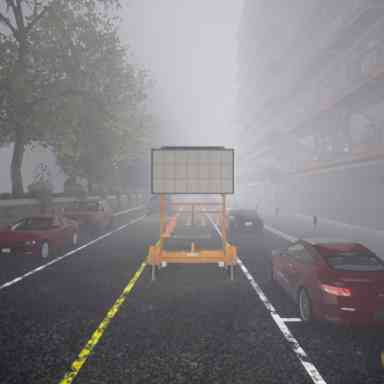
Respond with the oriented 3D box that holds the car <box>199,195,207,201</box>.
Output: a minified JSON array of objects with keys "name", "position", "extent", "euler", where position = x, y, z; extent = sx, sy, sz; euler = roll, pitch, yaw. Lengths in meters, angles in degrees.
[{"name":"car","position":[2.872,1.508,85.600],"extent":[1.967,1.590,4.097],"euler":[0,0,0]}]

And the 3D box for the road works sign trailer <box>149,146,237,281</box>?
[{"name":"road works sign trailer","position":[0.021,0.465,9.804],"extent":[2.380,3.560,2.880],"euler":[0,0,0]}]

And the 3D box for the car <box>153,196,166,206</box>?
[{"name":"car","position":[-5.568,1.470,57.465],"extent":[1.967,1.590,4.097],"euler":[0,0,0]}]

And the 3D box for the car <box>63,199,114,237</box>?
[{"name":"car","position":[-5.652,1.317,18.056],"extent":[2.192,1.841,5.009],"euler":[0,0,0]}]

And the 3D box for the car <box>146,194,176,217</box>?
[{"name":"car","position":[-3.031,1.228,31.951],"extent":[2.150,2.045,5.566],"euler":[0,0,0]}]

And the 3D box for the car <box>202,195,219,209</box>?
[{"name":"car","position":[2.789,1.563,46.189],"extent":[1.887,1.381,4.507],"euler":[0,0,0]}]

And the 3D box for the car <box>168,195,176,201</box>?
[{"name":"car","position":[-5.495,1.628,91.248],"extent":[2.008,1.369,4.403],"euler":[0,0,0]}]

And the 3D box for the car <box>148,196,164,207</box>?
[{"name":"car","position":[-5.580,1.464,51.837],"extent":[1.967,1.590,4.097],"euler":[0,0,0]}]

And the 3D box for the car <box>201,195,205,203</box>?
[{"name":"car","position":[2.800,1.569,51.819],"extent":[1.887,1.381,4.507],"euler":[0,0,0]}]

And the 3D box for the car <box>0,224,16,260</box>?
[{"name":"car","position":[-5.676,1.582,6.793],"extent":[1.802,1.307,4.206],"euler":[0,0,0]}]

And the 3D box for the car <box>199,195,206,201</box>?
[{"name":"car","position":[2.885,1.643,91.230],"extent":[1.947,1.339,4.313],"euler":[0,0,0]}]

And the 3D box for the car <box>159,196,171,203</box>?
[{"name":"car","position":[-5.543,1.594,68.727],"extent":[2.008,1.369,4.403],"euler":[0,0,0]}]

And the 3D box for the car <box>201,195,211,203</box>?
[{"name":"car","position":[2.837,1.484,68.710],"extent":[1.967,1.590,4.097],"euler":[0,0,0]}]

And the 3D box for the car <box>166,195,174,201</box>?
[{"name":"car","position":[-5.508,1.593,85.447],"extent":[1.752,1.417,4.829],"euler":[0,0,0]}]

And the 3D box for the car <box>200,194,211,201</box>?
[{"name":"car","position":[2.813,1.470,57.448],"extent":[1.967,1.590,4.097],"euler":[0,0,0]}]

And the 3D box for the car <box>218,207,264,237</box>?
[{"name":"car","position":[2.728,1.568,18.039],"extent":[1.947,1.339,4.313],"euler":[0,0,0]}]

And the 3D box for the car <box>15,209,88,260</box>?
[{"name":"car","position":[-5.664,1.545,12.424],"extent":[1.887,1.381,4.507],"euler":[0,0,0]}]

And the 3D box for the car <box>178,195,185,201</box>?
[{"name":"car","position":[-2.808,1.553,89.627],"extent":[1.882,1.535,5.008],"euler":[0,0,0]}]

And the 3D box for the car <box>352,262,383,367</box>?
[{"name":"car","position":[2.693,1.525,1.316],"extent":[1.752,1.417,4.829],"euler":[0,0,0]}]

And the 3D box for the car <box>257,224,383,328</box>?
[{"name":"car","position":[2.704,1.582,6.776],"extent":[1.802,1.307,4.206],"euler":[0,0,0]}]
